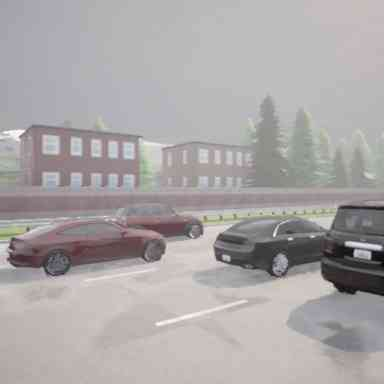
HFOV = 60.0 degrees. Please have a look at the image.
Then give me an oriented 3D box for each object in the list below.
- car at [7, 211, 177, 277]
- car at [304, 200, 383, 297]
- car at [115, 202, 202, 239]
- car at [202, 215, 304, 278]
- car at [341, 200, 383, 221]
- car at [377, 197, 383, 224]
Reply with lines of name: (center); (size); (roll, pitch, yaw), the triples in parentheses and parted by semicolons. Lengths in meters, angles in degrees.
car: (-3.012, 1.512, 10.213); (4.674, 1.442, 1.812); (0, 0, -36)
car: (5.209, 1.187, 7.463); (5.566, 2.045, 2.150); (0, 0, -36)
car: (-1.631, 1.321, 15.481); (4.553, 1.767, 2.097); (0, 0, -36)
car: (2.874, 1.472, 10.097); (4.892, 1.490, 1.837); (0, 0, -36)
car: (14.107, 1.417, 26.726); (4.674, 1.442, 1.812); (0, 0, -36)
car: (15.056, 1.248, 23.087); (4.553, 1.767, 2.097); (0, 0, -36)
